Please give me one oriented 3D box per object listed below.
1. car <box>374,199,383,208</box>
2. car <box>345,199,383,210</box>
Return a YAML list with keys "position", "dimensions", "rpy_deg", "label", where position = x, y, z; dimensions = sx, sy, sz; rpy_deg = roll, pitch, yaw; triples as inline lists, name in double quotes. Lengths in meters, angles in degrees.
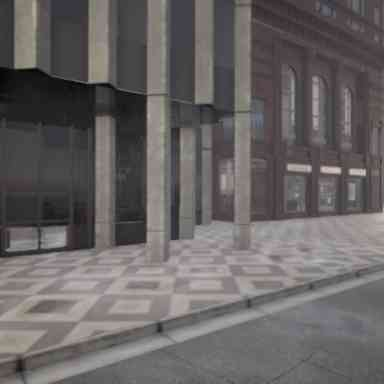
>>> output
- position: [31.785, 1.828, 53.251]
  dimensions: [1.802, 1.307, 4.206]
  rpy_deg: [-1, 0, -35]
  label: "car"
- position: [24.930, 1.738, 48.178]
  dimensions: [1.752, 1.417, 4.829]
  rpy_deg: [-1, 0, -35]
  label: "car"
